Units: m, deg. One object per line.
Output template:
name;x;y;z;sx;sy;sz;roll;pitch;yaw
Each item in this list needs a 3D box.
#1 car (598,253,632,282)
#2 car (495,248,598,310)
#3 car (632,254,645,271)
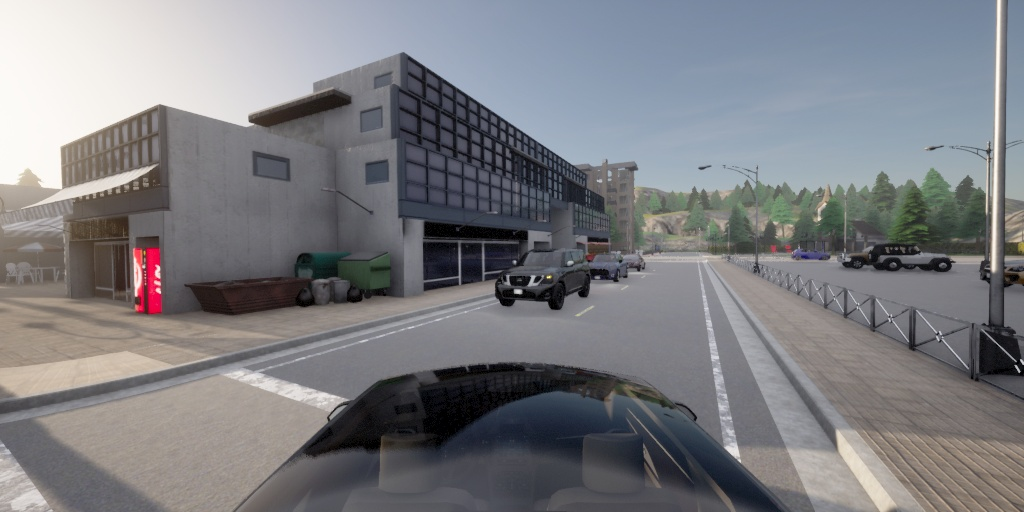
car;5.933;0.610;22.626;2.097;1.767;4.553;0;1;27
car;1.447;0.720;13.872;2.150;2.045;5.566;0;1;27
car;10.604;0.534;31.730;1.812;1.442;4.674;0;1;27
